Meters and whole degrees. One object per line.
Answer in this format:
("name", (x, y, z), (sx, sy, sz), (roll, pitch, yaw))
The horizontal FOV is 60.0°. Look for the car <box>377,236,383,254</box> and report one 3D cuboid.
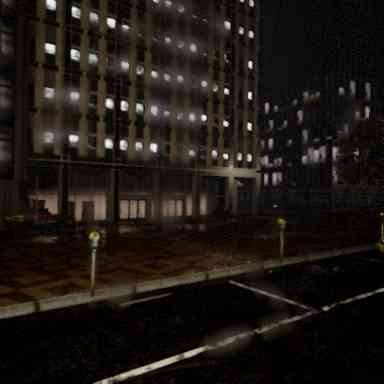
("car", (8.362, 1.503, 11.624), (4.829, 1.417, 1.752), (0, 1, -33))
